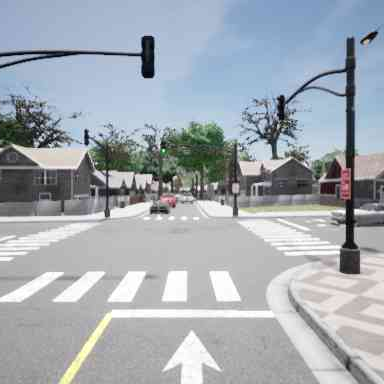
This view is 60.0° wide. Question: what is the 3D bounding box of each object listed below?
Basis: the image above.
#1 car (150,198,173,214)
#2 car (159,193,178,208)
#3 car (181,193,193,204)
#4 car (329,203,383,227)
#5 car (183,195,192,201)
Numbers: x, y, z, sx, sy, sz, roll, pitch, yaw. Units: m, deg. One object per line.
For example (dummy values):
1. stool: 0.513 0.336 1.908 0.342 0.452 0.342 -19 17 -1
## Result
1. car: -3.294 1.590 34.627 1.895 1.301 4.718 0 0 -1
2. car: -3.506 1.214 48.369 2.150 2.045 5.566 0 1 -1
3. car: -0.946 1.233 65.860 2.150 2.045 5.566 0 0 -1
4. car: 10.834 1.334 19.912 4.718 1.301 1.895 -1 0 -1
5. car: -1.112 1.408 76.248 1.994 1.385 4.181 0 0 -1
